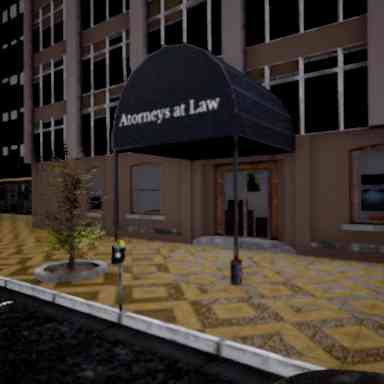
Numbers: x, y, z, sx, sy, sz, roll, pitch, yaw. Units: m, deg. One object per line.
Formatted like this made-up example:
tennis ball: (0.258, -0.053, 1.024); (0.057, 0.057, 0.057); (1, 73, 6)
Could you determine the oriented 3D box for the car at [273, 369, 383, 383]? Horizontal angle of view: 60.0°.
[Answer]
car: (2.160, 1.540, 1.180); (4.403, 1.369, 2.008); (-1, 0, 35)
